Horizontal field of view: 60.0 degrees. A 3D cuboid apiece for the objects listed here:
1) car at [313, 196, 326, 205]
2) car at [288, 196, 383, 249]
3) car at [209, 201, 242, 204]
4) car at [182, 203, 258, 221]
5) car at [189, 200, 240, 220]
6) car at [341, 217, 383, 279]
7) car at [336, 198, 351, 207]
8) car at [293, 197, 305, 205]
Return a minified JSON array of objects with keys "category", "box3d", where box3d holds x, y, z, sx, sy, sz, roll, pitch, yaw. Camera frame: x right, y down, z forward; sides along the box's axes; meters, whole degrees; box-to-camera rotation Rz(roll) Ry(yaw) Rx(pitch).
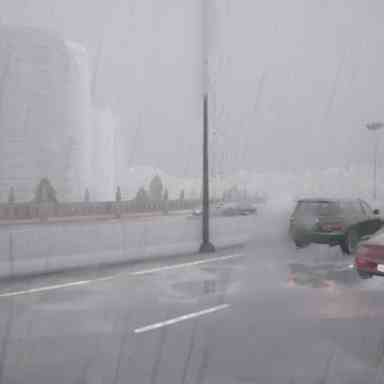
[{"category":"car","box3d":[23.859,1.604,62.530,1.882,1.535,5.008,0,0,16]},{"category":"car","box3d":[6.150,1.249,13.723,5.566,2.045,2.150,0,0,-43]},{"category":"car","box3d":[3.310,1.547,26.076,1.882,1.535,5.008,0,0,42]},{"category":"car","box3d":[1.744,1.601,19.417,5.357,1.411,2.033,0,0,-44]},{"category":"car","box3d":[2.106,1.575,29.986,2.128,1.511,4.902,0,0,41]},{"category":"car","box3d":[6.038,1.539,8.944,4.674,1.442,1.812,0,0,-41]},{"category":"car","box3d":[24.755,1.665,54.348,1.994,1.385,4.181,0,0,22]},{"category":"car","box3d":[21.187,1.684,66.040,2.033,1.411,5.357,0,0,16]}]
